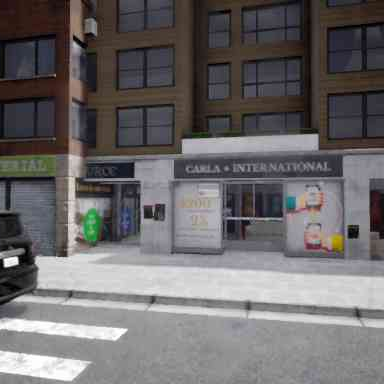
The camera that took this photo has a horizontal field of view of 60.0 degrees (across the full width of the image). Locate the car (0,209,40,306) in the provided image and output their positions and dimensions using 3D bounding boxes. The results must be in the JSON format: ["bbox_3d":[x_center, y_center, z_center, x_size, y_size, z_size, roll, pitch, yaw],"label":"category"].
[{"bbox_3d":[-5.778,1.361,6.435,5.566,2.045,2.150,-1,-1,13],"label":"car"}]
